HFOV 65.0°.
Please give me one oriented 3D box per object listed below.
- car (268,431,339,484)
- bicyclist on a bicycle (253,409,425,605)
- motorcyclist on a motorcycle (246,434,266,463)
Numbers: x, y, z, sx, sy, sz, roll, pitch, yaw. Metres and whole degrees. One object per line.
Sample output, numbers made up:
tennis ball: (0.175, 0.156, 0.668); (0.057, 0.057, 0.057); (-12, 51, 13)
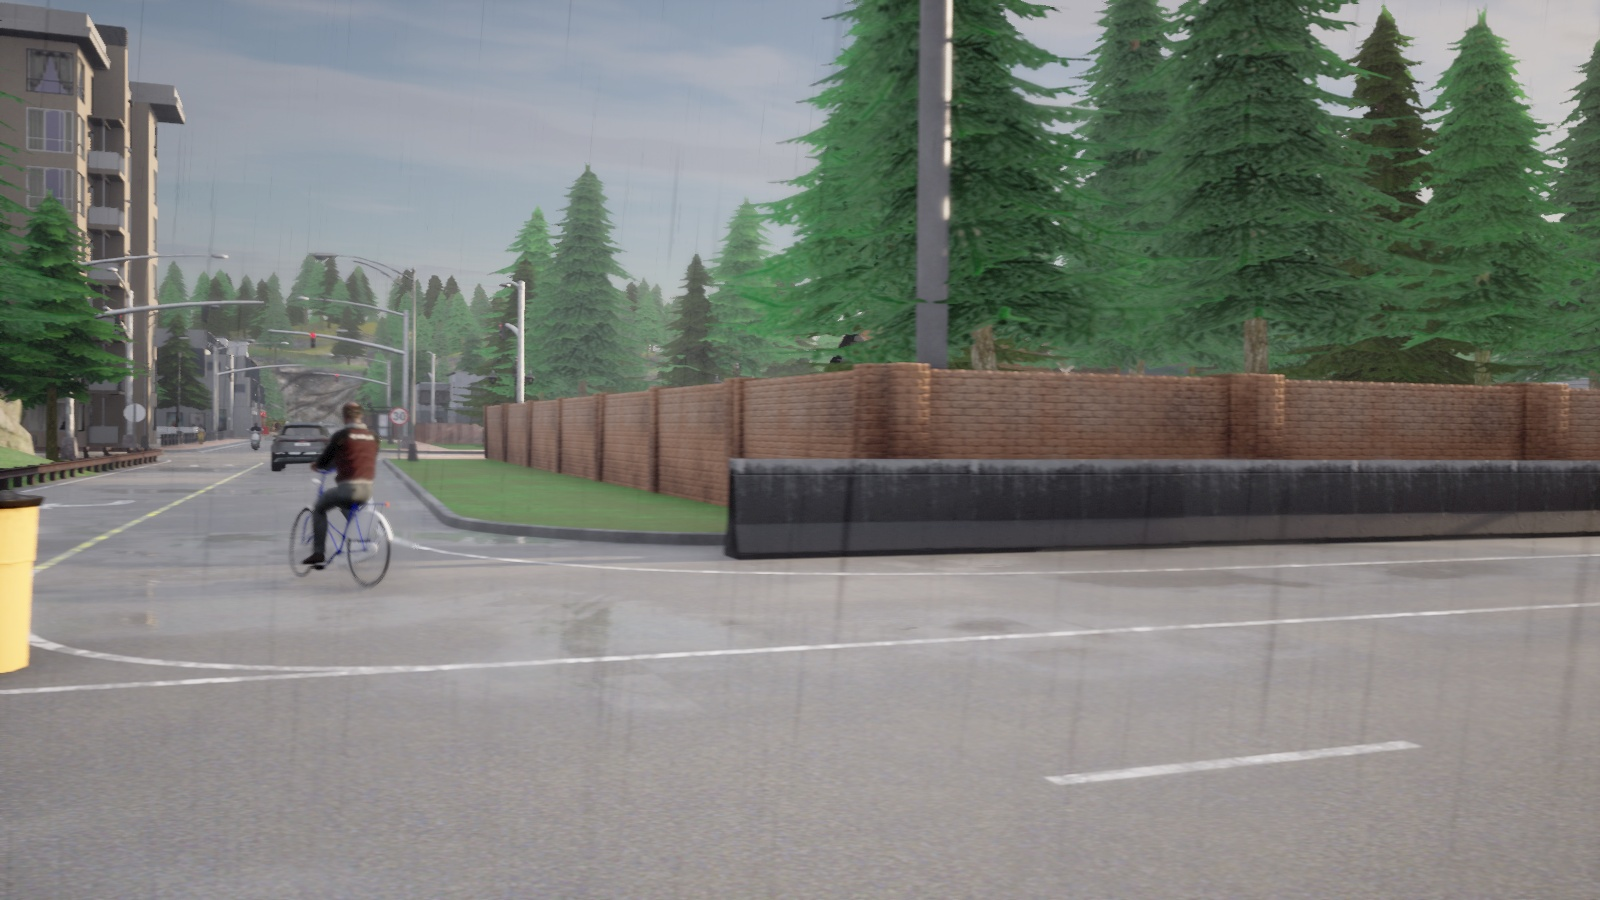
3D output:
car: (-16.443, 0.206, 41.800); (2.033, 1.649, 4.856); (-1, 1, -20)
bicyclist on a bicycle: (-4.505, 0.518, 12.214); (1.843, 1.776, 0.659); (0, -1, 39)
motorcyclist on a motorcycle: (-30.666, -0.089, 70.798); (0.866, 1.590, 1.817); (-1, 1, -20)
